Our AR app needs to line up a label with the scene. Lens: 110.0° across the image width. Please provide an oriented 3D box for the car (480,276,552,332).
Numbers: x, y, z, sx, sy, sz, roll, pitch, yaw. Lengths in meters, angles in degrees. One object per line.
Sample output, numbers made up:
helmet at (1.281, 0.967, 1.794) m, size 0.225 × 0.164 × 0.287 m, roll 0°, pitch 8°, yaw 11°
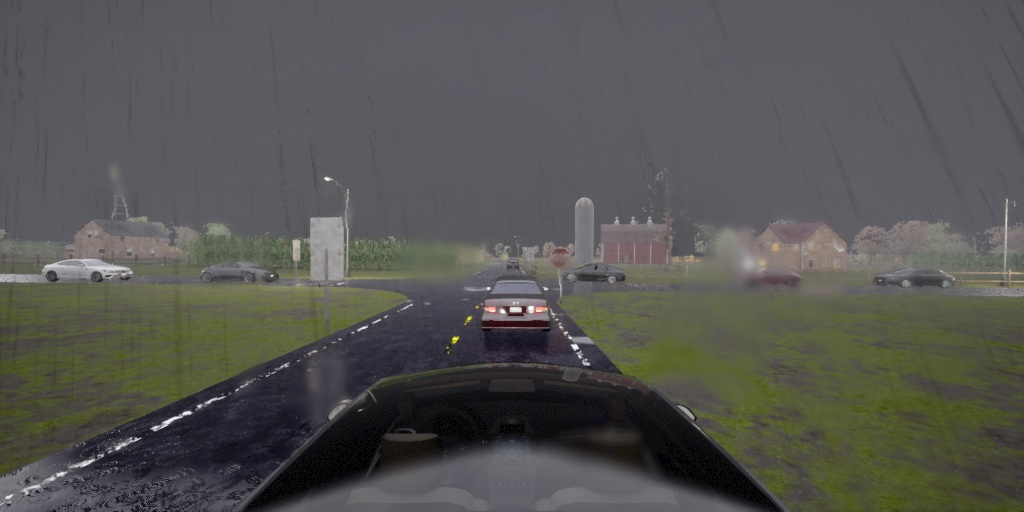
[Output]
car at (0.147, 1.298, 10.851) m, size 2.033 × 1.411 × 5.357 m, roll 0°, pitch 0°, yaw 1°

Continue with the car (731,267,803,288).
car at (18.872, 1.551, 26.590) m, size 4.674 × 1.442 × 1.812 m, roll 1°, pitch 1°, yaw 0°

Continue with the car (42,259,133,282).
car at (-27.837, 0.909, 23.557) m, size 4.674 × 1.442 × 1.812 m, roll 1°, pitch 1°, yaw 0°

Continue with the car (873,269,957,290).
car at (29.821, 1.680, 26.599) m, size 4.892 × 1.490 × 1.837 m, roll 1°, pitch 1°, yaw 0°

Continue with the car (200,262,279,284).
car at (-17.792, 1.096, 23.569) m, size 4.181 × 1.385 × 1.994 m, roll 1°, pitch 1°, yaw 0°

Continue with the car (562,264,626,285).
car at (6.193, 1.337, 27.455) m, size 4.892 × 1.490 × 1.837 m, roll 2°, pitch 1°, yaw 13°

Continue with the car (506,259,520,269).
car at (0.200, 1.297, 56.077) m, size 1.837 × 1.490 × 4.892 m, roll 0°, pitch 0°, yaw 0°
